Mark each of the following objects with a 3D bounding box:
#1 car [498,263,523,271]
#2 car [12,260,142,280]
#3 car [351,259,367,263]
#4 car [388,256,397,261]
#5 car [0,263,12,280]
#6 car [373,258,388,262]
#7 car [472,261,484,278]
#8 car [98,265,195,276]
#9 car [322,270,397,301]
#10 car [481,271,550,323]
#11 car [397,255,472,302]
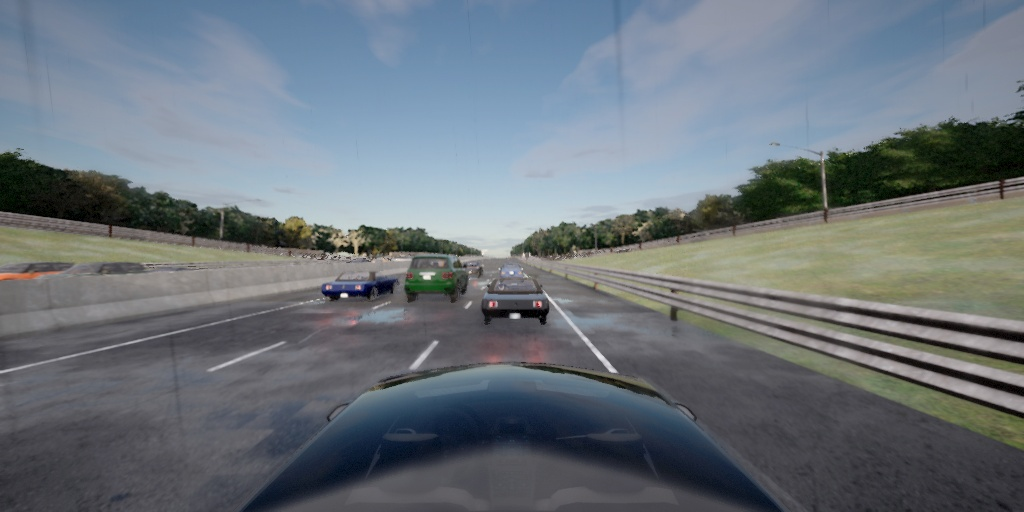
[{"bbox_3d":[-0.092,1.273,28.518,2.033,1.411,5.357,0,0,-1],"label":"car"},{"bbox_3d":[-21.143,1.082,18.255,2.097,1.767,4.553,0,0,0],"label":"car"},{"bbox_3d":[-25.479,1.220,59.877,1.994,1.385,4.181,0,0,-1],"label":"car"},{"bbox_3d":[-18.494,0.882,60.201,2.150,2.045,5.566,0,0,-1],"label":"car"},{"bbox_3d":[-24.641,1.081,18.141,2.097,1.767,4.553,0,0,0],"label":"car"},{"bbox_3d":[-21.992,1.136,60.091,1.882,1.535,5.008,0,0,-1],"label":"car"},{"bbox_3d":[-3.718,1.208,33.730,2.128,1.511,4.902,0,0,-1],"label":"car"},{"bbox_3d":[-17.643,1.294,18.322,1.994,1.385,4.181,0,0,0],"label":"car"},{"bbox_3d":[-6.923,1.334,16.999,1.895,1.301,4.718,0,0,0],"label":"car"},{"bbox_3d":[0.093,1.339,11.961,1.895,1.301,4.718,0,0,0],"label":"car"},{"bbox_3d":[-3.423,0.955,17.084,2.150,2.045,5.566,0,0,0],"label":"car"}]
